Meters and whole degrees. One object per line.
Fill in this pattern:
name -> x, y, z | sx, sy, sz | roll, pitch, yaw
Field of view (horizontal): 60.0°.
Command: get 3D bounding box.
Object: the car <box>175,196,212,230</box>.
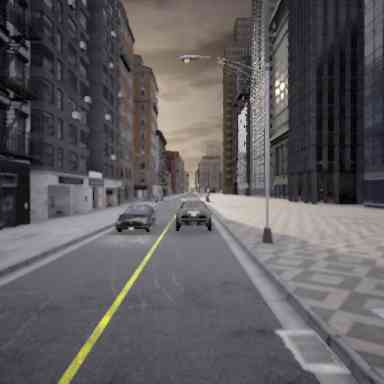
car -> 0.097, 1.276, 20.720 | 2.097, 1.767, 4.553 | 0, 0, 0

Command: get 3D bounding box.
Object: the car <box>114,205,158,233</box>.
car -> -3.102, 1.475, 19.608 | 2.033, 1.411, 5.357 | 0, 0, 0

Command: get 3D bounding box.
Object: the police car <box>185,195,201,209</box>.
police car -> 0.095, 1.272, 42.881 | 1.930, 1.638, 5.238 | 0, 0, 0
